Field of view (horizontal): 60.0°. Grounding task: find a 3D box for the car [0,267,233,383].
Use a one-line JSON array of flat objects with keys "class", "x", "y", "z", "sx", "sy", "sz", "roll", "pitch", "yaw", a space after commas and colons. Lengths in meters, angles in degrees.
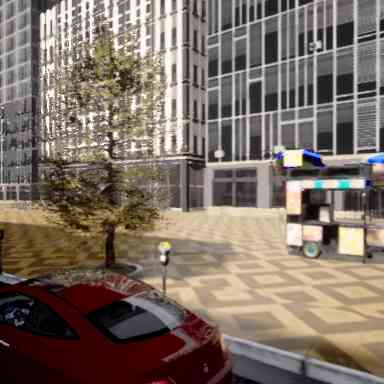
[{"class": "car", "x": -1.543, "y": 1.594, "z": 3.964, "sx": 4.206, "sy": 1.307, "sz": 1.802, "roll": 0, "pitch": 0, "yaw": 35}]
